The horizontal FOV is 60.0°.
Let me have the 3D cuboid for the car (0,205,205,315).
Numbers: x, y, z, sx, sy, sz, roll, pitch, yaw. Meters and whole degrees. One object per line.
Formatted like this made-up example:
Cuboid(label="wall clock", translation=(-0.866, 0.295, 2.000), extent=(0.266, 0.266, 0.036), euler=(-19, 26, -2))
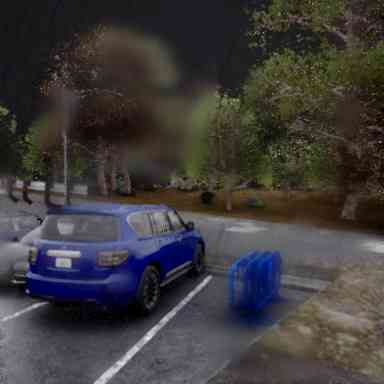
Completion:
Cuboid(label="car", translation=(-1.325, 1.317, 8.050), extent=(2.435, 2.045, 5.566), euler=(-1, -1, 17))
